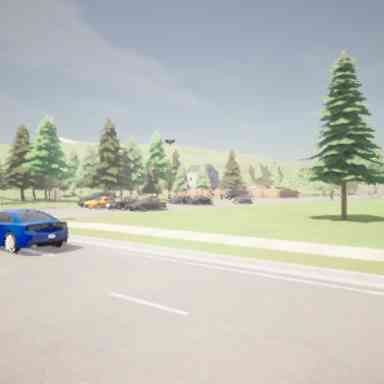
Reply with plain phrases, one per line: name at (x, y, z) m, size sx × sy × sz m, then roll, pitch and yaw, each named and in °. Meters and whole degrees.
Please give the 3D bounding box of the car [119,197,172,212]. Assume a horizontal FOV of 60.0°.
car at (-5.057, 1.430, 36.850) m, size 2.033 × 1.411 × 5.357 m, roll 0°, pitch 0°, yaw 36°

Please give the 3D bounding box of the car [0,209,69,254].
car at (-7.004, 1.416, 13.286) m, size 5.008 × 1.535 × 1.882 m, roll 0°, pitch 0°, yaw 35°

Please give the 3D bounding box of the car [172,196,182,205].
car at (-1.456, 1.356, 53.595) m, size 1.837 × 1.490 × 4.892 m, roll 0°, pitch 0°, yaw 36°

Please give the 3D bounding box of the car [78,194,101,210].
car at (-10.907, 1.328, 40.704) m, size 1.882 × 1.535 × 5.008 m, roll 0°, pitch 0°, yaw 36°

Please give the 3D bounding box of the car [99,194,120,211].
car at (-7.916, 1.358, 38.868) m, size 2.128 × 1.511 × 4.902 m, roll 0°, pitch 0°, yaw 36°

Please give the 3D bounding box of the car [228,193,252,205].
car at (8.437, 1.410, 55.238) m, size 1.812 × 1.442 × 4.674 m, roll 0°, pitch 0°, yaw 36°

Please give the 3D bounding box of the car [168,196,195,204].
car at (-1.788, 1.383, 59.021) m, size 2.033 × 1.411 × 5.357 m, roll 0°, pitch 0°, yaw 37°

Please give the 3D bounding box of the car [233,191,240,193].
car at (10.460, 1.010, 63.807) m, size 2.128 × 1.511 × 4.902 m, roll 0°, pitch 0°, yaw 36°

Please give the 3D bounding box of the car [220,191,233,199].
car at (7.619, 0.693, 65.849) m, size 2.150 × 2.045 × 5.566 m, roll 0°, pitch 0°, yaw 36°

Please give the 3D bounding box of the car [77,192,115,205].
car at (-12.499, 1.055, 44.448) m, size 2.150 × 2.045 × 5.566 m, roll 0°, pitch 0°, yaw 36°

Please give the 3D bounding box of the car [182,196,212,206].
car at (1.183, 1.345, 51.283) m, size 1.882 × 1.535 × 5.008 m, roll 0°, pitch 0°, yaw 36°
